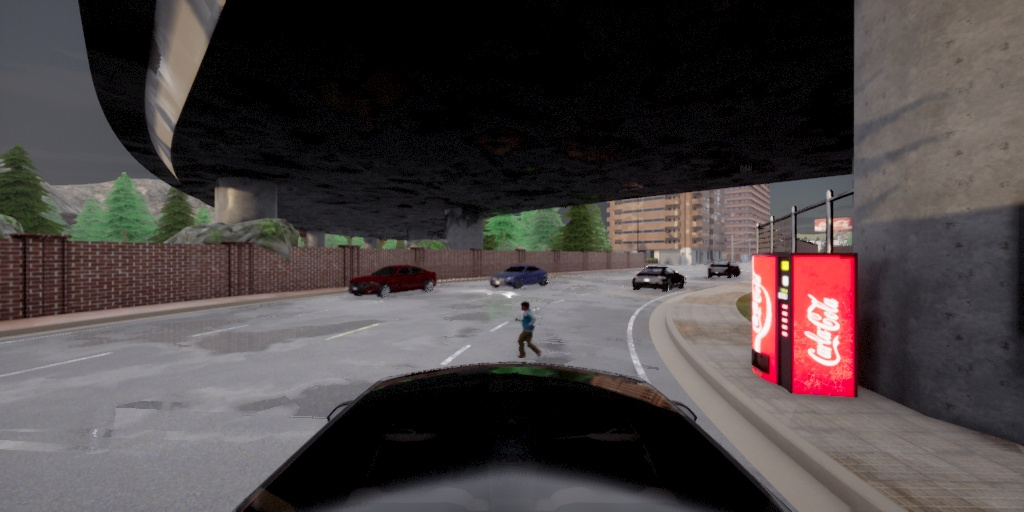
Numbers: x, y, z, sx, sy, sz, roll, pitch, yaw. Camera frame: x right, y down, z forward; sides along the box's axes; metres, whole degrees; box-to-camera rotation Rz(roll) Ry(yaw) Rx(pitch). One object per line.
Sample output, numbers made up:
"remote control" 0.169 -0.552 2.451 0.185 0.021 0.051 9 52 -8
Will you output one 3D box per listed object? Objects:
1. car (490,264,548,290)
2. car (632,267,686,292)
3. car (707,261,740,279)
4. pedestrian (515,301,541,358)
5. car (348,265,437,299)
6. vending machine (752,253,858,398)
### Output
"car" 0.571 1.271 22.705 1.812 1.442 4.674 0 0 37
"car" 8.793 1.310 21.335 1.994 1.385 4.181 0 0 41
"car" 19.379 1.234 32.739 2.128 1.511 4.902 0 0 43
"pedestrian" 0.332 1.423 6.902 0.500 1.100 0.500 0 0 12
"car" -6.030 1.224 18.635 1.882 1.535 5.008 0 0 28
"vending machine" 4.216 0.945 5.275 1.100 2.100 0.880 0 0 11
